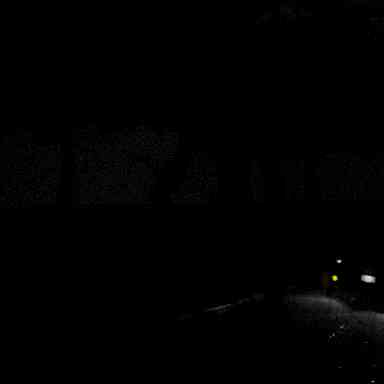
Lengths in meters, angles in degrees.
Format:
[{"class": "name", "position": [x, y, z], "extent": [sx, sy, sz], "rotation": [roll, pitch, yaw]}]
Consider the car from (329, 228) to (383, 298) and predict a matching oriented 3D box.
[{"class": "car", "position": [5.080, 1.522, 7.760], "extent": [4.181, 1.385, 1.994], "rotation": [0, 0, -37]}]
